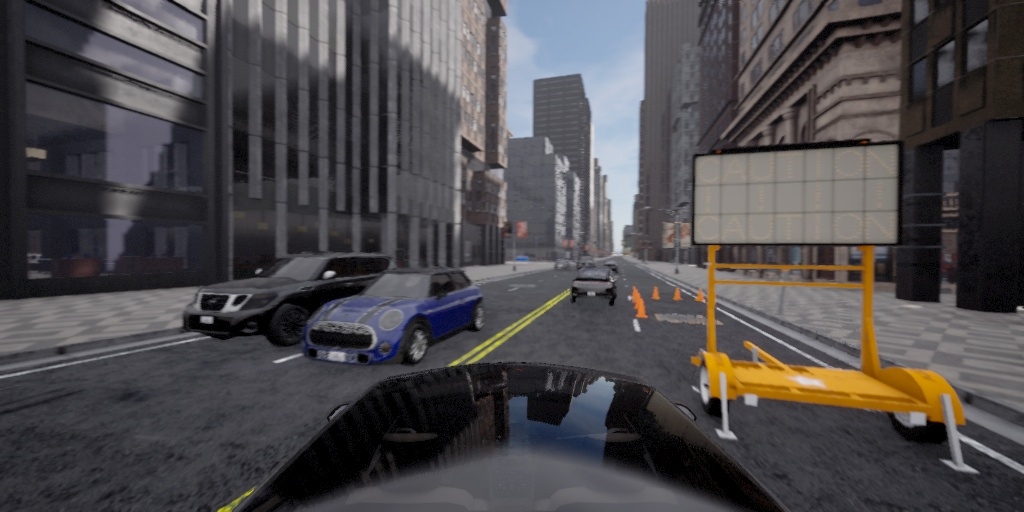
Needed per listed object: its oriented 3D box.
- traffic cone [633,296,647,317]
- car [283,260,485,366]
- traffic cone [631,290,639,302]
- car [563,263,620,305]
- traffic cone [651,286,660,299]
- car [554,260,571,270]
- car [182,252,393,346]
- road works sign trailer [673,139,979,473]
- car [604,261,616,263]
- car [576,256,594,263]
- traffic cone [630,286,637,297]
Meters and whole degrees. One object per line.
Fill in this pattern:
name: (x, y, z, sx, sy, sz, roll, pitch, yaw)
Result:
traffic cone: (4.379, 1.756, 12.162, 0.340, 0.580, 0.340, 0, 0, 17)
car: (-2.268, 1.075, 8.104, 2.097, 1.767, 4.553, 1, 0, 17)
traffic cone: (4.951, 1.761, 14.078, 0.340, 0.580, 0.340, 0, 0, 17)
car: (3.844, 1.281, 16.517, 2.128, 1.511, 4.902, 1, 0, 17)
traffic cone: (7.055, 1.782, 17.624, 0.340, 0.580, 0.340, 0, 0, 17)
car: (7.229, 1.267, 51.150, 2.128, 1.511, 4.902, 1, 0, 17)
car: (-5.191, 0.908, 9.671, 2.150, 2.045, 5.566, 1, 0, 17)
road works sign trailer: (3.771, 0.261, 5.069, 2.380, 3.560, 2.880, 0, 0, 17)
car: (12.004, 1.348, 43.835, 1.837, 1.490, 4.892, 1, 0, 17)
car: (10.215, 1.036, 49.784, 2.150, 2.045, 5.566, 1, 0, 17)
traffic cone: (5.524, 1.766, 15.994, 0.340, 0.580, 0.340, 0, 0, 17)
